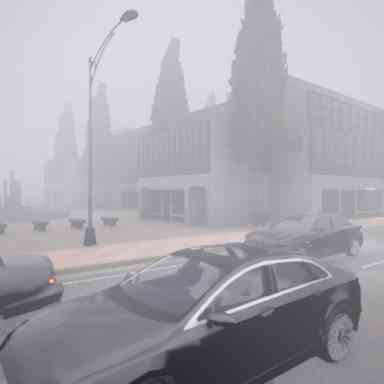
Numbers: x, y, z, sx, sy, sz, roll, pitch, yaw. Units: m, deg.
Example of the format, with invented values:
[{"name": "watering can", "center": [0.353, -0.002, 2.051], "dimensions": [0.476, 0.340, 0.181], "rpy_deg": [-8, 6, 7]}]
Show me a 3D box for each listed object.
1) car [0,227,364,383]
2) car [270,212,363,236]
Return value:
[{"name": "car", "center": [0.289, 1.491, 4.219], "dimensions": [4.902, 1.511, 2.128], "rpy_deg": [0, 0, -37]}, {"name": "car", "center": [3.903, 1.477, 11.324], "dimensions": [5.008, 1.535, 1.882], "rpy_deg": [0, 0, -37]}]
